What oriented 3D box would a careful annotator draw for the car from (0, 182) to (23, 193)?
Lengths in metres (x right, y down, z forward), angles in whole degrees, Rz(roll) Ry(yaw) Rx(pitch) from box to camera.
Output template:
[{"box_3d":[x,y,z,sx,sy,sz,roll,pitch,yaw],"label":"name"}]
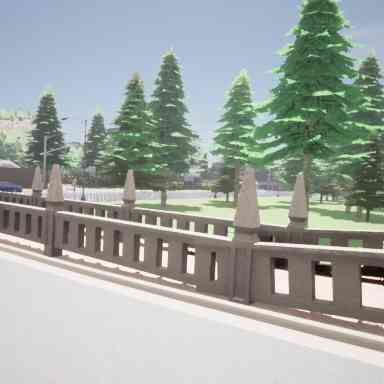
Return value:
[{"box_3d":[-21.383,-0.402,36.981,1.812,1.442,4.674,4,3,37],"label":"car"}]
